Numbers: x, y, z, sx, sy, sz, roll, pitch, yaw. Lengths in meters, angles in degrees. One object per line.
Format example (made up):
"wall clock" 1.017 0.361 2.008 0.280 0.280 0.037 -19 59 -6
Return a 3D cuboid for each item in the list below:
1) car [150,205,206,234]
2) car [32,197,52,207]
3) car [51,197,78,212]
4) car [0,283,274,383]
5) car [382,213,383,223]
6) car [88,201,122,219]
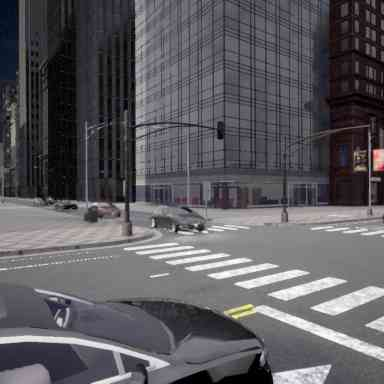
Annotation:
"car" -0.964 1.538 19.829 1.837 1.490 4.892 0 0 -29
"car" -24.525 1.661 53.814 1.837 1.490 4.892 0 0 -35
"car" -15.552 1.692 40.999 1.895 1.301 4.718 0 0 -35
"car" -1.464 1.491 2.395 4.902 1.511 2.128 0 0 -36
"car" 14.785 1.357 22.382 4.553 1.767 2.097 0 0 -36
"car" -8.130 1.587 30.517 1.812 1.442 4.674 0 0 -35
